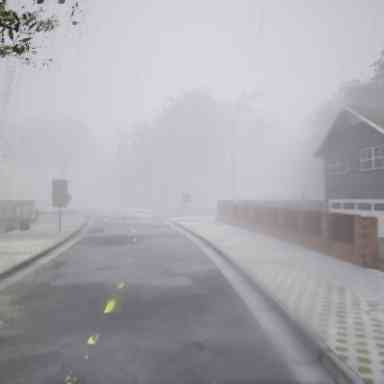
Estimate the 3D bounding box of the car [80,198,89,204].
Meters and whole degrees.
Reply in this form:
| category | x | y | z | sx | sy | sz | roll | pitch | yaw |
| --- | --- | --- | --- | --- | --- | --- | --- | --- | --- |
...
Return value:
| category | x | y | z | sx | sy | sz | roll | pitch | yaw |
| --- | --- | --- | --- | --- | --- | --- | --- | --- | --- |
| car | -25.859 | 2.239 | 80.044 | 2.128 | 1.511 | 4.902 | 0 | -1 | -24 |

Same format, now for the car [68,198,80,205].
| category | x | y | z | sx | sy | sz | roll | pitch | yaw |
| --- | --- | --- | --- | --- | --- | --- | --- | --- | --- |
| car | -28.114 | 2.293 | 78.346 | 1.895 | 1.301 | 4.718 | 0 | -1 | -24 |

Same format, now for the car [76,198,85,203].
| category | x | y | z | sx | sy | sz | roll | pitch | yaw |
| --- | --- | --- | --- | --- | --- | --- | --- | --- | --- |
| car | -30.104 | 2.285 | 89.595 | 1.895 | 1.301 | 4.718 | 0 | -1 | -24 |
